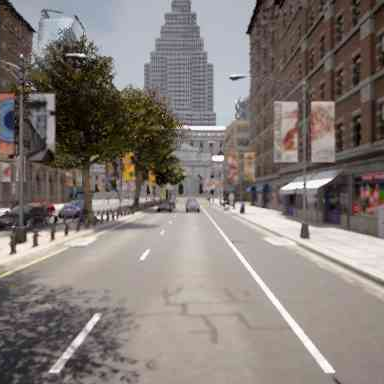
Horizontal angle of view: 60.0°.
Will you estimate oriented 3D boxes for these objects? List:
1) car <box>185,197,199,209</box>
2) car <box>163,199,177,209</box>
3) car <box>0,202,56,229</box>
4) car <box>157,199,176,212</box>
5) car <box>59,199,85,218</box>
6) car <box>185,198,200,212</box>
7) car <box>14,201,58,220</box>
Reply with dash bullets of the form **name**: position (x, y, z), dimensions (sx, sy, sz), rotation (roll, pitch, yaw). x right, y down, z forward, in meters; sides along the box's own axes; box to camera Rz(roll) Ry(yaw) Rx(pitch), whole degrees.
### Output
- **car**: position (0.011, 1.748, 52.821), dimensions (2.097, 1.767, 4.553), rotation (0, 0, 0)
- **car**: position (-3.489, 1.900, 52.737), dimensions (1.837, 1.490, 4.892), rotation (0, 0, 0)
- **car**: position (-11.495, 1.679, 23.148), dimensions (1.837, 1.490, 4.892), rotation (0, 0, 0)
- **car**: position (-3.491, 1.872, 43.252), dimensions (2.033, 1.411, 5.357), rotation (0, 0, 0)
- **car**: position (-11.493, 1.601, 33.138), dimensions (2.097, 1.767, 4.553), rotation (0, 0, 0)
- **car**: position (0.112, 1.872, 43.346), dimensions (2.033, 1.411, 5.357), rotation (0, 0, 0)
- **car**: position (-14.993, 1.720, 32.333), dimensions (1.882, 1.535, 5.008), rotation (0, 0, 0)
